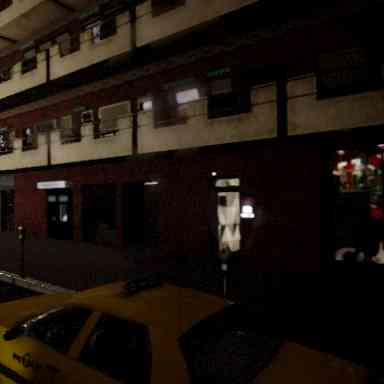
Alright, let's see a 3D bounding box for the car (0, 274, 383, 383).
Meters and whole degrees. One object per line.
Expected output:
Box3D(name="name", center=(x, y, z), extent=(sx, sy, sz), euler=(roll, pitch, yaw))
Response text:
Box3D(name="car", center=(-0.728, 1.529, 3.411), extent=(4.829, 1.417, 1.752), euler=(0, -1, 36))
